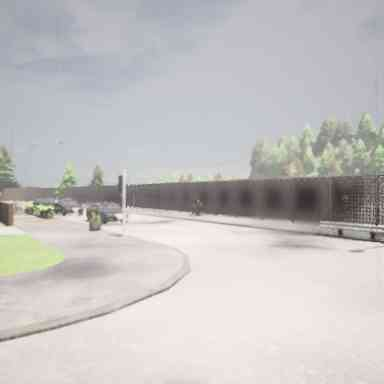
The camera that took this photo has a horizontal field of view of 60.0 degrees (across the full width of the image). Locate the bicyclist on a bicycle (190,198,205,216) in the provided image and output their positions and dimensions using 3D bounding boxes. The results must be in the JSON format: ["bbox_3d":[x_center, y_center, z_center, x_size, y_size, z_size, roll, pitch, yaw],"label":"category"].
[{"bbox_3d":[0.463,1.333,29.370,1.656,1.620,0.582,0,0,-36],"label":"bicyclist on a bicycle"}]

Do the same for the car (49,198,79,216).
[{"bbox_3d":[-12.047,1.485,32.451,2.128,1.511,4.902,0,0,-35],"label":"car"}]

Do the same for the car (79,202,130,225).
[{"bbox_3d":[-6.220,1.484,24.277,2.128,1.511,4.902,0,0,-36],"label":"car"}]

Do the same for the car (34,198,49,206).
[{"bbox_3d":[-18.115,1.472,40.996,1.882,1.535,5.008,0,0,-35],"label":"car"}]

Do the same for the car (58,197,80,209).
[{"bbox_3d":[-17.475,1.516,47.199,1.812,1.442,4.674,0,0,-35],"label":"car"}]

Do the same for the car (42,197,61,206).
[{"bbox_3d":[-23.401,1.592,55.416,1.895,1.301,4.718,0,0,-36],"label":"car"}]
